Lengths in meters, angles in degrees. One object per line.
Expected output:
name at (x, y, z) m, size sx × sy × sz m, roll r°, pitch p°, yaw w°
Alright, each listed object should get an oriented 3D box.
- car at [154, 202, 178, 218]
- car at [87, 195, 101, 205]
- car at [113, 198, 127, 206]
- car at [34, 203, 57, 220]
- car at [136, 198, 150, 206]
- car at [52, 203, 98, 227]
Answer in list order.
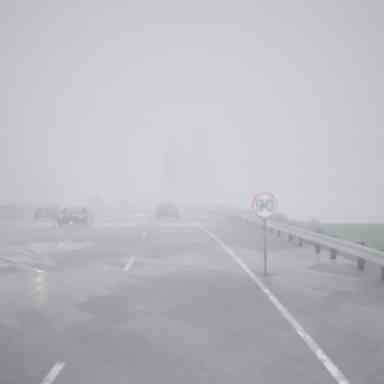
car at (-2.498, 1.611, 31.303) m, size 1.994 × 1.385 × 4.181 m, roll -1°, pitch 0°, yaw -11°
car at (-18.753, 1.514, 63.445) m, size 2.150 × 2.045 × 5.566 m, roll 0°, pitch 0°, yaw -23°
car at (-12.629, 1.750, 58.252) m, size 2.033 × 1.411 × 5.357 m, roll -1°, pitch 0°, yaw -22°
car at (-12.962, 1.723, 30.220) m, size 1.812 × 1.442 × 4.674 m, roll 0°, pitch 0°, yaw -11°
car at (-8.533, 1.744, 57.878) m, size 1.895 × 1.301 × 4.718 m, roll -1°, pitch 0°, yaw -17°
car at (-8.291, 1.729, 24.051) m, size 1.895 × 1.301 × 4.718 m, roll -1°, pitch 0°, yaw -8°
